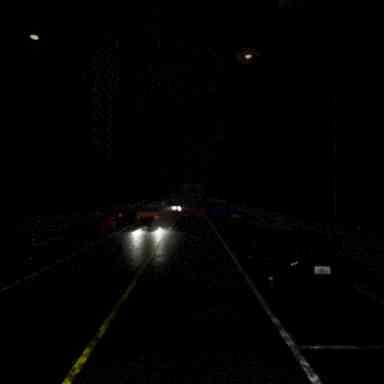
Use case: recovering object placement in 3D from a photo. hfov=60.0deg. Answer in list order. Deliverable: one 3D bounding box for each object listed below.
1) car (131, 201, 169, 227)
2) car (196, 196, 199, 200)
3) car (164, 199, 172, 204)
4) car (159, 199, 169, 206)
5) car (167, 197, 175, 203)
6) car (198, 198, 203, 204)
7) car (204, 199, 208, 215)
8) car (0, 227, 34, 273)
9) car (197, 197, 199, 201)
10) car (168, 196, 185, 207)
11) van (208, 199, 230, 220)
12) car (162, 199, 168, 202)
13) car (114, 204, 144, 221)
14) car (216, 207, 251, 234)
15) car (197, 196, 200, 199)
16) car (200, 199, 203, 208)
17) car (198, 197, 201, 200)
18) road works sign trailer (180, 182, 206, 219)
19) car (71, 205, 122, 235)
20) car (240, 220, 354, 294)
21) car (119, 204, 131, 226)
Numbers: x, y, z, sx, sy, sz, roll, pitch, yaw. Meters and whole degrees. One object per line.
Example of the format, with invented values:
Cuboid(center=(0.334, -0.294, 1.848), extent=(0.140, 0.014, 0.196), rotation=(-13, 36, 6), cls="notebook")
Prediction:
Cuboid(center=(-3.105, 1.735, 25.382), extent=(1.882, 1.535, 5.008), rotation=(0, -1, 0), cls="car")
Cuboid(center=(2.659, 2.314, 82.012), extent=(1.887, 1.381, 4.507), rotation=(1, 0, 0), cls="car")
Cuboid(center=(-5.867, 2.350, 82.005), extent=(1.802, 1.307, 4.206), rotation=(1, 0, 0), cls="car")
Cuboid(center=(-5.864, 2.197, 70.586), extent=(1.752, 1.417, 4.829), rotation=(1, 0, 0), cls="car")
Cuboid(center=(-5.867, 2.300, 93.255), extent=(1.967, 1.590, 4.097), rotation=(1, 0, 0), cls="car")
Cuboid(center=(2.664, 2.127, 59.515), extent=(2.008, 1.369, 4.403), rotation=(1, -1, 0), cls="car")
Cuboid(center=(2.669, 1.810, 37.017), extent=(1.967, 1.590, 4.097), rotation=(1, -1, 0), cls="car")
Cuboid(center=(-5.853, 1.658, 8.889), extent=(1.947, 1.339, 4.313), rotation=(1, -1, 0), cls="car")
Cuboid(center=(2.661, 2.219, 70.763), extent=(1.887, 1.381, 4.507), rotation=(1, 0, 0), cls="car")
Cuboid(center=(-3.018, 2.146, 67.036), extent=(2.128, 1.511, 4.902), rotation=(0, 0, 0), cls="car")
Cuboid(center=(2.671, 1.657, 31.394), extent=(1.690, 1.788, 3.998), rotation=(1, -1, 0), cls="van")
Cuboid(center=(-5.862, 2.126, 59.507), extent=(2.008, 1.369, 4.403), rotation=(1, -1, 0), cls="car")
Cuboid(center=(-5.857, 1.860, 31.387), extent=(1.887, 1.381, 4.507), rotation=(1, -1, 0), cls="car")
Cuboid(center=(2.670, 1.788, 20.143), extent=(1.802, 1.307, 4.206), rotation=(1, -1, 0), cls="car")
Cuboid(center=(2.661, 2.267, 76.388), extent=(1.887, 1.381, 4.507), rotation=(1, 0, 0), cls="car")
Cuboid(center=(2.665, 2.025, 48.266), extent=(2.008, 1.369, 4.403), rotation=(1, -1, 0), cls="car")
Cuboid(center=(2.662, 2.170, 65.139), extent=(1.887, 1.381, 4.507), rotation=(1, 0, 0), cls="car")
Cuboid(center=(-0.007, 0.794, 32.862), extent=(2.380, 3.560, 2.880), rotation=(0, -1, 0), cls="road works sign trailer")
Cuboid(center=(-5.855, 1.750, 20.138), extent=(1.887, 1.381, 4.507), rotation=(1, -1, 0), cls="car")
Cuboid(center=(2.673, 1.659, 8.894), extent=(1.947, 1.339, 4.313), rotation=(1, -1, 0), cls="car")
Cuboid(center=(-5.855, 1.701, 25.763), extent=(1.967, 1.590, 4.097), rotation=(1, -1, 0), cls="car")
